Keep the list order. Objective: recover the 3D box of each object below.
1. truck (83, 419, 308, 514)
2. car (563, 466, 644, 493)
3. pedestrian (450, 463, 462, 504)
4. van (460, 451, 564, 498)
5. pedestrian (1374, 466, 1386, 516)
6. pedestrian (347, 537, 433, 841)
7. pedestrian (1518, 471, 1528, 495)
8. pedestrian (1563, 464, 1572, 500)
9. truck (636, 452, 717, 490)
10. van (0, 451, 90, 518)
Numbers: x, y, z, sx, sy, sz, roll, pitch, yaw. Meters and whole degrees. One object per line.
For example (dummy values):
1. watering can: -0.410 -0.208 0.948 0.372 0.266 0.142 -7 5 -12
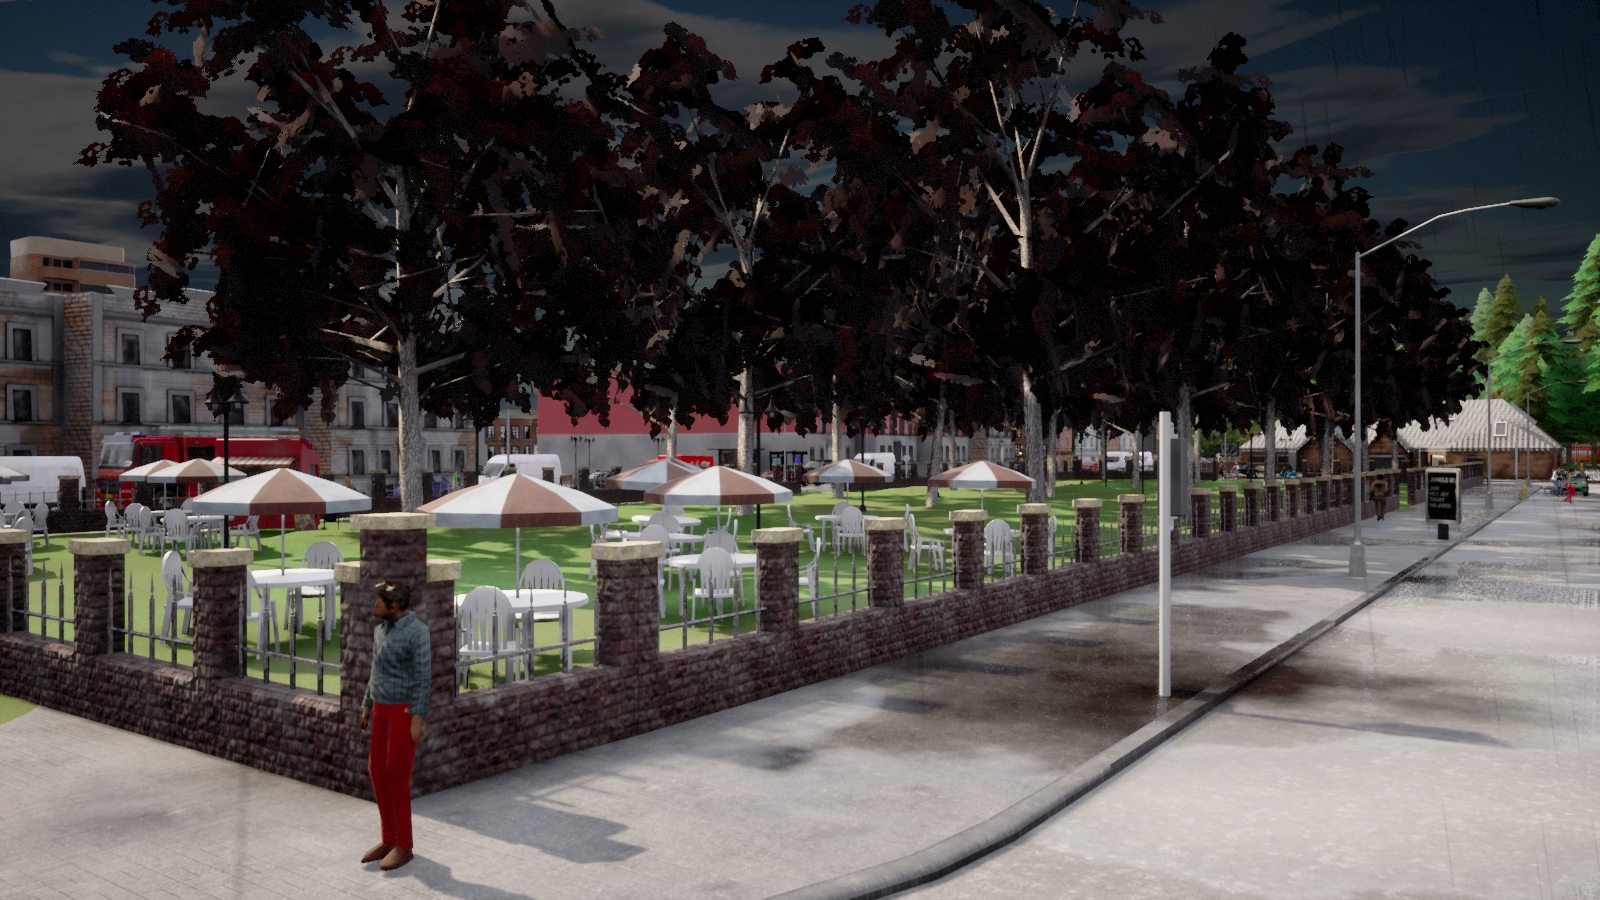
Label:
1. truck: -26.598 0.670 50.778 2.891 3.827 8.468 0 0 35
2. car: -12.166 1.814 71.050 2.097 1.535 5.006 0 0 35
3. pedestrian: -15.638 1.523 51.966 0.375 1.860 0.375 0 0 34
4. van: -16.329 1.314 65.083 1.988 2.561 5.915 0 0 35
5. pedestrian: 21.832 1.525 43.000 0.375 1.860 0.375 0 0 35
6. pedestrian: -2.655 1.517 7.406 0.375 1.860 0.375 0 0 36
7. pedestrian: 39.257 1.807 62.035 0.375 1.300 0.375 0 0 -32
8. pedestrian: 39.255 1.628 58.445 0.375 1.860 0.375 0 0 30
9. truck: -8.233 1.348 76.671 2.627 2.467 5.204 0 0 35
10. van: -31.021 1.314 44.007 1.988 2.561 5.915 0 0 35
